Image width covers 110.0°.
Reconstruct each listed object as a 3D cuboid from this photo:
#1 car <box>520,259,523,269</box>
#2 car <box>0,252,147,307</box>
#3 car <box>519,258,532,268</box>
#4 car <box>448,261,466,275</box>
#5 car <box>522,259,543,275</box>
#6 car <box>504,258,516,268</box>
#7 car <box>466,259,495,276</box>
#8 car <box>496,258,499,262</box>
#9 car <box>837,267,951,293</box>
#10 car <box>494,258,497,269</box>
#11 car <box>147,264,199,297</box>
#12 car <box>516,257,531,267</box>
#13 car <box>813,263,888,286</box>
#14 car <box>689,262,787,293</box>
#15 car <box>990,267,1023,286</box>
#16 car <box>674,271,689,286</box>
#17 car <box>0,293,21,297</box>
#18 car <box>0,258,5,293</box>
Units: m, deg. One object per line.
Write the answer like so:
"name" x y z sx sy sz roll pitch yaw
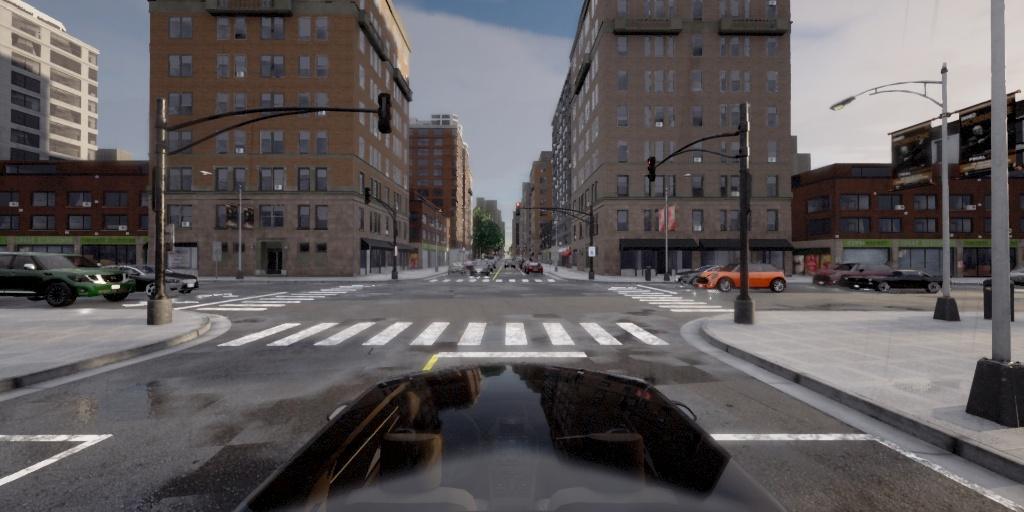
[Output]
"car" 2.400 1.354 45.454 1.948 1.339 4.313 0 0 -1
"car" -18.473 0.859 14.224 5.566 2.045 2.150 0 0 0
"car" 2.335 1.325 51.131 1.751 1.417 4.829 0 0 -1
"car" -6.062 1.329 39.854 2.007 1.370 4.403 0 0 -1
"car" 2.463 1.324 39.947 1.888 1.381 4.507 0 0 -1
"car" -0.366 1.432 62.941 1.895 1.301 4.718 0 0 -1
"car" -3.266 1.268 37.599 2.128 1.511 4.902 0 0 0
"car" -3.485 1.322 57.784 1.837 1.490 4.892 0 0 0
"car" 22.609 1.470 21.239 4.718 1.301 1.895 0 0 0
"car" -3.374 1.340 47.403 2.033 1.411 5.357 0 0 -1
"car" -18.124 1.156 17.469 4.902 1.511 2.128 0 0 -1
"car" 2.275 1.128 56.467 2.192 1.841 5.009 0 0 -1
"car" 23.349 1.250 24.496 4.553 1.767 2.097 0 0 0
"car" 13.392 1.181 21.170 4.553 1.767 2.097 0 0 0
"car" 35.937 1.459 24.579 4.892 1.490 1.837 0 0 0
"car" 13.692 1.347 24.438 4.902 1.511 2.128 0 0 0
"car" -5.855 1.190 1.494 1.967 1.591 4.097 0 0 0
"car" -28.382 0.978 17.397 4.553 1.767 2.097 0 0 -1
